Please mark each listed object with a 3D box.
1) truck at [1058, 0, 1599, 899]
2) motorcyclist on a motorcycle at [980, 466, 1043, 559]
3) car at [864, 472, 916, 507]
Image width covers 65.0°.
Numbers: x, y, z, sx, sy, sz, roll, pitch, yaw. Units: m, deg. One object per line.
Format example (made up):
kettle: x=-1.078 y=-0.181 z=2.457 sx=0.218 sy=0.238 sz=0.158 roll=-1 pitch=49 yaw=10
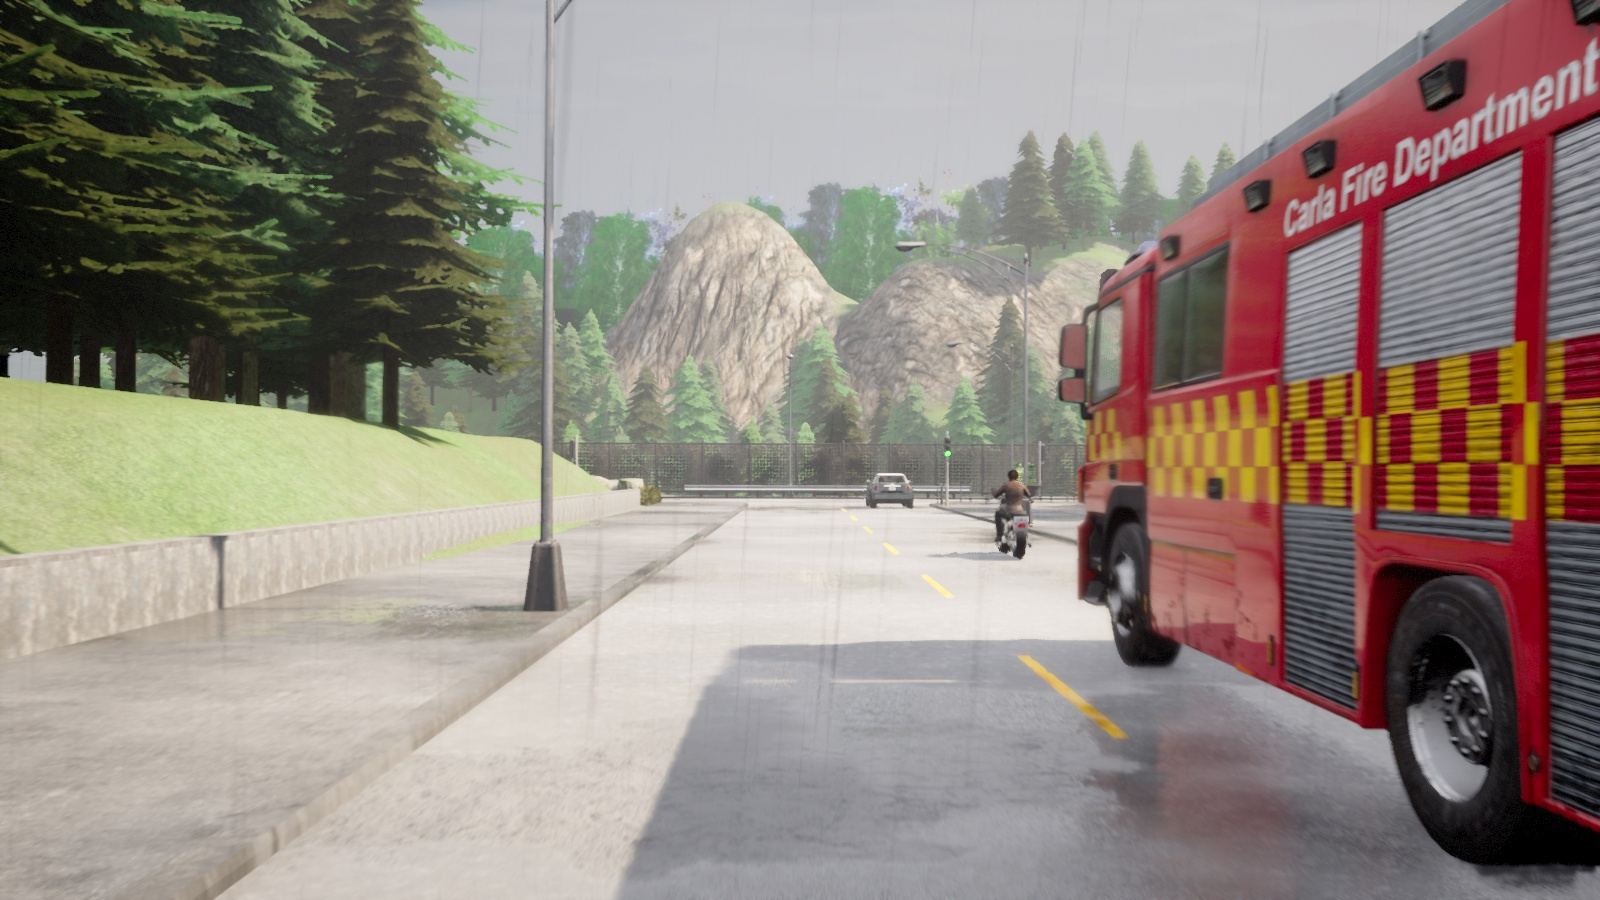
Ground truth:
truck: x=3.978 y=-0.233 z=7.966 sx=2.891 sy=3.827 sz=8.468 roll=0 pitch=-1 yaw=0
motorcyclist on a motorcycle: x=3.946 y=1.144 z=23.567 sx=0.766 sy=1.649 sz=2.350 roll=0 pitch=-1 yaw=0
car: x=3.874 y=1.679 z=54.637 sx=1.970 sy=1.475 sz=3.806 roll=0 pitch=-1 yaw=0
